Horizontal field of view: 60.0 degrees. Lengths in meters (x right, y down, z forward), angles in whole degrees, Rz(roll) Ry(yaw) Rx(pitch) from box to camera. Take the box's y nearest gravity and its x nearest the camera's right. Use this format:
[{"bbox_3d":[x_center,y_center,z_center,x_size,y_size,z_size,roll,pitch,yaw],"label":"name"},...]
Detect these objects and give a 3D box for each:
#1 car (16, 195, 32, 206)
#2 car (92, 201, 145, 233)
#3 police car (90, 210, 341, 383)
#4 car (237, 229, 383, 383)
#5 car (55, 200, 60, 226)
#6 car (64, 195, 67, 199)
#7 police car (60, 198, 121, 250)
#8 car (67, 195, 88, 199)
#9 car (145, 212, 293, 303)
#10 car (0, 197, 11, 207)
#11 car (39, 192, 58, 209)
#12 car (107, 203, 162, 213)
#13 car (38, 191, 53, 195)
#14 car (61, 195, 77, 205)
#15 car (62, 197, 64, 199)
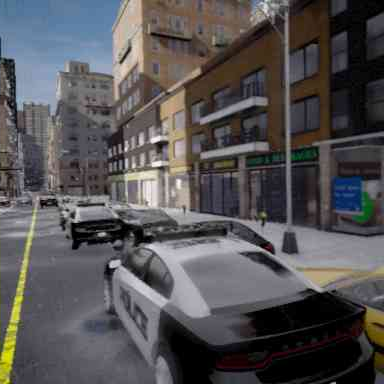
[{"bbox_3d":[-24.469,1.203,48.682,2.128,1.511,4.902,-2,1,-25],"label":"car"},{"bbox_3d":[-4.301,1.302,18.825,2.008,1.369,4.403,-3,1,-25],"label":"car"},{"bbox_3d":[-0.065,1.324,4.902,1.930,1.638,5.238,-2,1,-25],"label":"police car"},{"bbox_3d":[2.620,1.375,3.751,1.752,1.417,4.829,-3,1,-25],"label":"car"},{"bbox_3d":[-6.697,1.331,19.343,1.812,1.442,4.674,-2,1,-25],"label":"car"},{"bbox_3d":[-13.697,1.136,39.284,1.752,1.417,4.829,-3,1,-25],"label":"car"},{"bbox_3d":[-4.241,1.265,13.989,1.930,1.638,5.238,-2,1,-25],"label":"police car"},{"bbox_3d":[-11.294,1.199,34.054,2.008,1.369,4.403,-3,1,-25],"label":"car"},{"bbox_3d":[0.361,1.383,8.673,1.947,1.339,4.313,-3,1,-25],"label":"car"},{"bbox_3d":[-26.049,1.353,45.716,1.887,1.381,4.507,-3,1,-25],"label":"car"},{"bbox_3d":[-17.598,1.157,41.001,1.882,1.535,5.008,-2,1,-24],"label":"car"},{"bbox_3d":[-1.970,1.350,13.749,1.947,1.339,4.313,-3,1,-25],"label":"car"},{"bbox_3d":[-22.112,0.832,50.713,2.150,2.045,5.566,-2,1,-25],"label":"car"},{"bbox_3d":[-18.286,1.120,49.283,1.802,1.307,4.206,-3,1,-25],"label":"car"},{"bbox_3d":[-15.956,1.141,44.206,1.947,1.339,4.313,-3,1,-25],"label":"car"}]
